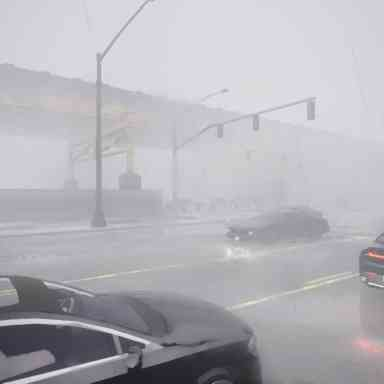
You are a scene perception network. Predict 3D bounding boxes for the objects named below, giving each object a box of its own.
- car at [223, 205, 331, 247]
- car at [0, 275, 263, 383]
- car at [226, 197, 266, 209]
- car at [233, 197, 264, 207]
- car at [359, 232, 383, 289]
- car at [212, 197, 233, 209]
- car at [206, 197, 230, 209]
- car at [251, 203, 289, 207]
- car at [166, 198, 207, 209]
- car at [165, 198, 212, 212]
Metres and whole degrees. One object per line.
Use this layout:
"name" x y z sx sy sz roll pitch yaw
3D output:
"car" 4.119 1.548 15.323 5.357 1.411 2.033 0 0 -33
"car" -1.529 1.491 2.664 4.902 1.511 2.128 0 0 -35
"car" 7.143 1.452 44.440 4.974 1.542 2.038 0 0 -7
"car" 7.092 1.295 44.434 4.536 1.218 1.853 0 0 -7
"car" 5.901 1.505 7.947 4.892 1.490 1.837 0 0 -35
"car" 3.222 1.453 40.692 2.038 1.542 4.974 0 0 18
"car" 3.238 1.295 40.741 1.853 1.218 4.536 0 0 18
"car" 6.367 1.547 21.266 5.357 1.411 2.033 0 0 -38
"car" -0.582 1.295 38.025 4.536 1.218 1.853 0 0 8
"car" -0.530 1.453 38.017 4.974 1.542 2.038 0 0 8
